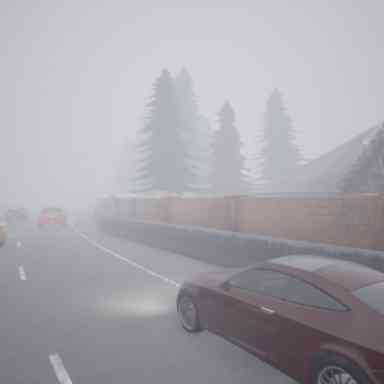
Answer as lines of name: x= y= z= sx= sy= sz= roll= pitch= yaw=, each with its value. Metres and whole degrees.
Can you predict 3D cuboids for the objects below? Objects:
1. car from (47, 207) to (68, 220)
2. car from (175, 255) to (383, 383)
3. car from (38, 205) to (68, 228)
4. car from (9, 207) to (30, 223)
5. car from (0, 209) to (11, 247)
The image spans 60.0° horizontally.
car: x=-15.932 y=2.525 z=39.640 sx=1.895 sy=1.301 sz=4.718 roll=1 pitch=-1 yaw=-17
car: x=1.511 y=1.658 z=4.839 sx=1.812 sy=1.442 sz=4.674 roll=1 pitch=-2 yaw=-33
car: x=-11.907 y=2.013 z=28.418 sx=2.097 sy=1.767 sz=4.553 roll=1 pitch=-2 yaw=-22
car: x=-17.478 y=2.255 z=33.383 sx=2.128 sy=1.511 sz=4.902 roll=1 pitch=-1 yaw=-20
car: x=-10.529 y=1.860 z=16.902 sx=1.882 sy=1.535 sz=5.008 roll=1 pitch=-1 yaw=-26
